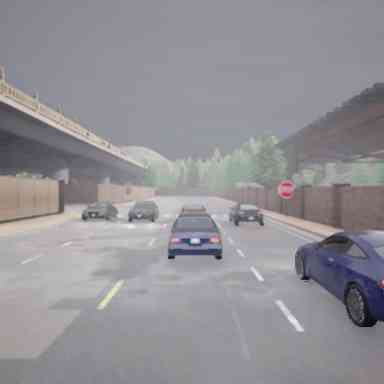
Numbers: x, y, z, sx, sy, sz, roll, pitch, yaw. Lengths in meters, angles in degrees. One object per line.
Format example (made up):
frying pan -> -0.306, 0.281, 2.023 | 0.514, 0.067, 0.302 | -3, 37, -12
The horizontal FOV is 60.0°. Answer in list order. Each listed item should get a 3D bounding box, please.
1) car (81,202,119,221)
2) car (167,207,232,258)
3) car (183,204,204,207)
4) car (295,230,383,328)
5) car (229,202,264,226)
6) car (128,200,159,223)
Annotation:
car -> -7.015, 1.457, 25.657 | 1.994, 1.385, 4.181 | 0, 0, 0
car -> 0.096, 1.495, 12.435 | 2.033, 1.411, 5.357 | 0, 0, 0
car -> 0.100, 1.503, 23.426 | 1.895, 1.301, 4.718 | 0, 0, 0
car -> 3.595, 1.497, 6.780 | 1.812, 1.442, 4.674 | 0, 0, 0
car -> 3.600, 1.432, 22.452 | 1.812, 1.442, 4.674 | 0, 0, 0
car -> -3.524, 1.404, 24.812 | 1.837, 1.490, 4.892 | 0, 0, 1
